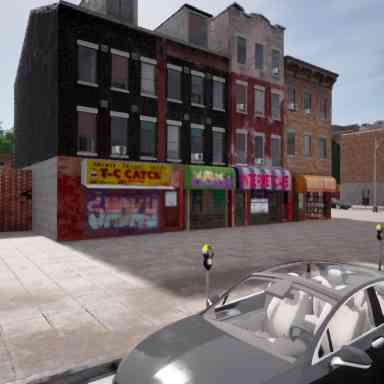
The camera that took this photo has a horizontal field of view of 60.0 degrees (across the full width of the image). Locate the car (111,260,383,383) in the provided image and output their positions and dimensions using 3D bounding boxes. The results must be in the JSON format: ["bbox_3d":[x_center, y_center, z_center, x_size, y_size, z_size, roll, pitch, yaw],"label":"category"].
[{"bbox_3d":[1.290,1.552,3.719,4.403,1.369,2.008,0,0,-35],"label":"car"}]

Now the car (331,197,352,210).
[{"bbox_3d":[16.655,1.383,39.979,1.837,1.490,4.892,0,0,-36],"label":"car"}]
